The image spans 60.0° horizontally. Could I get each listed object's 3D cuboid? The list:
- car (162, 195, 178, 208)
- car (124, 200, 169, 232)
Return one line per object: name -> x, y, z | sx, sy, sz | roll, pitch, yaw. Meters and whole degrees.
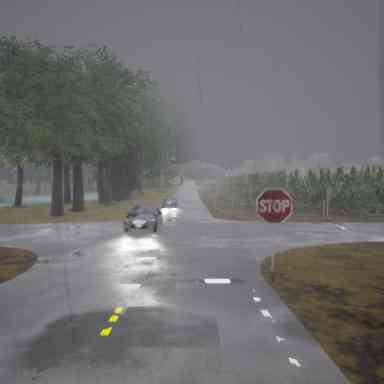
car -> -2.821, 1.210, 43.598 | 2.128, 1.511, 4.902 | 0, 1, 0
car -> -2.784, 1.476, 19.821 | 2.128, 1.511, 4.902 | 0, 0, 0
